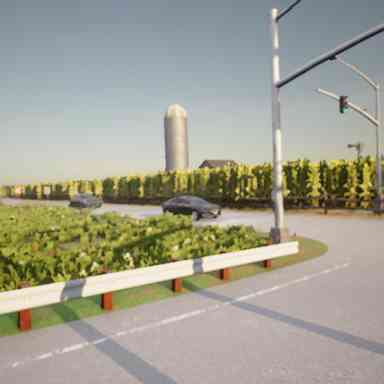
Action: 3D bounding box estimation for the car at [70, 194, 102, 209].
[{"bbox_3d":[-11.541,0.974,35.958,2.097,1.767,4.553,-4,2,-40],"label":"car"}]

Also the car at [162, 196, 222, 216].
[{"bbox_3d":[-0.114,1.059,22.454,1.837,1.490,4.892,-4,2,-40],"label":"car"}]
